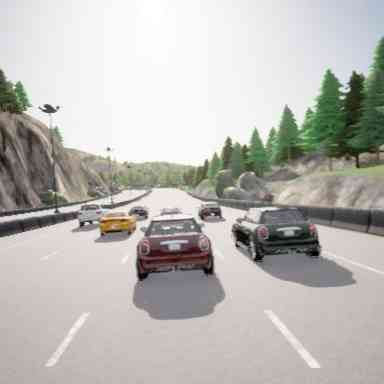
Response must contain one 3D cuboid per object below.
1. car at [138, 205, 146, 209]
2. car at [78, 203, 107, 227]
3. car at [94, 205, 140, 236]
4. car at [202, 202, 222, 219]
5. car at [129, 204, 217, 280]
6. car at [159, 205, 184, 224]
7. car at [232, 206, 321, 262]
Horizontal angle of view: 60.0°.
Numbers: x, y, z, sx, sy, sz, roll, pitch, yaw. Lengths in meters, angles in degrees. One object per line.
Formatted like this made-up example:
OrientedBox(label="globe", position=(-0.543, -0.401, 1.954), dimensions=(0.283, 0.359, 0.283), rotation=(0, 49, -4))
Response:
OrientedBox(label="car", position=(-5.847, 2.190, 37.009), dimensions=(1.837, 1.490, 4.892), rotation=(-3, 0, -4))
OrientedBox(label="car", position=(-8.969, 2.040, 31.091), dimensions=(2.150, 2.045, 5.566), rotation=(-3, -1, -4))
OrientedBox(label="car", position=(-4.862, 1.971, 22.277), dimensions=(1.882, 1.535, 5.008), rotation=(-3, 0, -4))
OrientedBox(label="car", position=(1.583, 1.682, 30.642), dimensions=(1.837, 1.490, 4.892), rotation=(-3, -1, -4))
OrientedBox(label="car", position=(-0.598, 1.484, 10.806), dimensions=(2.097, 1.767, 4.553), rotation=(-3, -1, -4))
OrientedBox(label="car", position=(-1.867, 1.944, 29.914), dimensions=(1.994, 1.385, 4.181), rotation=(-3, -1, -4))
OrientedBox(label="car", position=(2.809, 1.291, 12.216), dimensions=(2.097, 1.767, 4.553), rotation=(-3, -1, -4))
